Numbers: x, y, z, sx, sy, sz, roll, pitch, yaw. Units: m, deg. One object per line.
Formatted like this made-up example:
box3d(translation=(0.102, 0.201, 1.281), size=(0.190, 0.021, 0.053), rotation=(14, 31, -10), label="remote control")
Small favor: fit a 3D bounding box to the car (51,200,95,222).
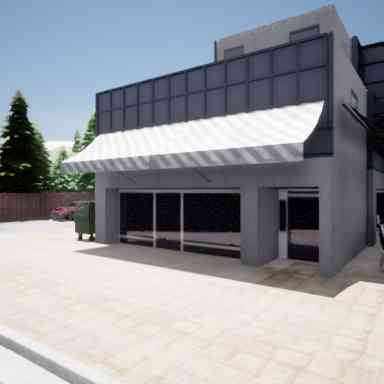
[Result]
box3d(translation=(-9.663, 1.522, 28.448), size=(2.097, 1.767, 4.553), rotation=(0, 0, 37), label="car")
